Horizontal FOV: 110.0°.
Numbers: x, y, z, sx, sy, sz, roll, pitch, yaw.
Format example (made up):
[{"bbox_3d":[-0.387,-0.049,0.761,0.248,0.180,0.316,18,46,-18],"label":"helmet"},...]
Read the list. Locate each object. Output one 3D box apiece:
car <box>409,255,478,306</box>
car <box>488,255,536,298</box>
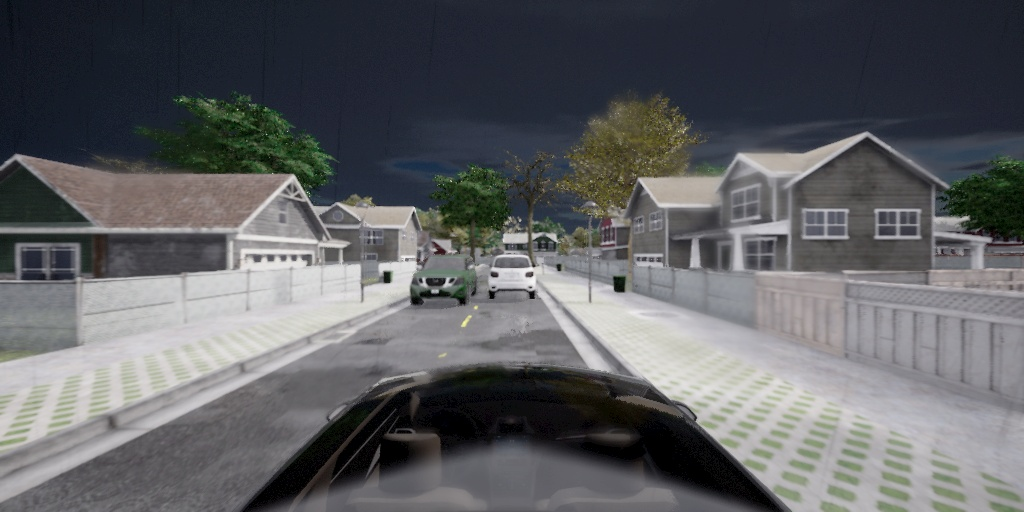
[{"bbox_3d":[-2.792,0.945,15.870,2.150,2.045,5.566,0,0,1],"label":"car"},{"bbox_3d":[0.014,0.942,18.159,2.150,2.045,5.566,0,0,0],"label":"car"}]
